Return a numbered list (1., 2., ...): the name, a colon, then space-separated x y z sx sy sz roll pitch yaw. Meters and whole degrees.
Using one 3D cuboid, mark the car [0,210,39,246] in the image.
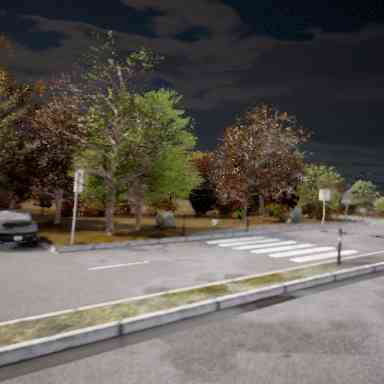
1. car: -8.345 1.582 15.259 2.231 1.521 4.892 1 -1 -35
